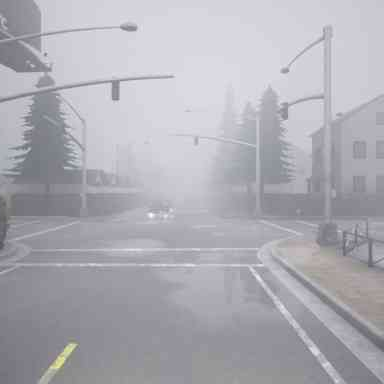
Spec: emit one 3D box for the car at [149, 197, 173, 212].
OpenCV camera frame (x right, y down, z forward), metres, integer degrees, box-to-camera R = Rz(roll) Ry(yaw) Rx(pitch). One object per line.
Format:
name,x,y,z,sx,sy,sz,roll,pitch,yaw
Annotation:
car,-3.644,1.352,38.109,2.097,1.767,4.553,0,0,0

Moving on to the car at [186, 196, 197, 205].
car,-0.086,1.491,59.322,2.128,1.511,4.902,0,0,0
